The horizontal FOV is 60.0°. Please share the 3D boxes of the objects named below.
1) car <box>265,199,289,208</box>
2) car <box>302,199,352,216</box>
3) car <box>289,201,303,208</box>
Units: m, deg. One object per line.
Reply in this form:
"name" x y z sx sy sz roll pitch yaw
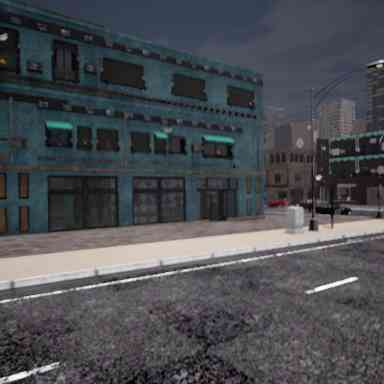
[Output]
"car" 12.902 1.745 50.161 1.802 1.307 4.206 -2 0 -35
"car" 13.966 1.689 33.920 1.947 1.339 4.313 -2 0 -35
"car" 16.095 1.651 45.640 2.008 1.369 4.403 -2 0 -35
